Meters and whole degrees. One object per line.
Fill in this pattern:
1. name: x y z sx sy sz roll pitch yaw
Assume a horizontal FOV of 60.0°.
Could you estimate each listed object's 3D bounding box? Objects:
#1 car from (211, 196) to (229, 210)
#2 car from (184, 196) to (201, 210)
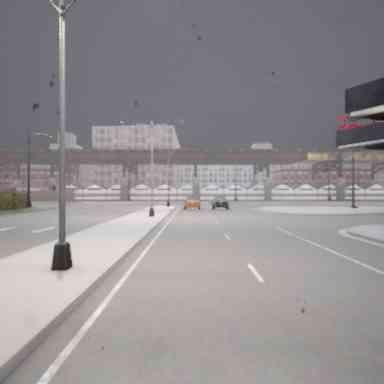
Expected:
1. car: 3.600 1.317 42.907 2.097 1.767 4.553 0 0 1
2. car: 0.053 1.317 42.900 2.097 1.767 4.553 0 0 0
